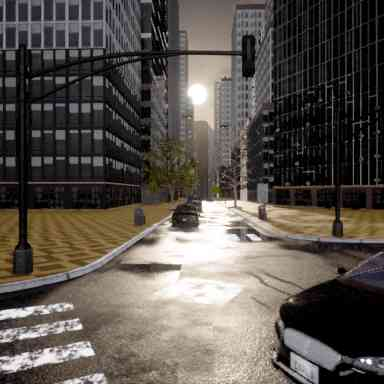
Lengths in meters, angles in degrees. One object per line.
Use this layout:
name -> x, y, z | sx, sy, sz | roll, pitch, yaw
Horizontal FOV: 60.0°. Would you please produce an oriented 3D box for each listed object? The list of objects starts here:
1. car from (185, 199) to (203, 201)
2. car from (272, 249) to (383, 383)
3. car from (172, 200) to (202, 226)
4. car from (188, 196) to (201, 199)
car -> -0.056, 1.777, 35.621 | 1.812, 1.442, 4.674 | 0, 0, 2
car -> 3.312, 1.512, 4.494 | 4.902, 1.511, 2.128 | 0, 0, -27
car -> -0.427, 1.654, 25.409 | 1.882, 1.535, 5.008 | 0, 0, 2
car -> 0.328, 1.554, 46.274 | 2.150, 2.045, 5.566 | 0, 0, 2
